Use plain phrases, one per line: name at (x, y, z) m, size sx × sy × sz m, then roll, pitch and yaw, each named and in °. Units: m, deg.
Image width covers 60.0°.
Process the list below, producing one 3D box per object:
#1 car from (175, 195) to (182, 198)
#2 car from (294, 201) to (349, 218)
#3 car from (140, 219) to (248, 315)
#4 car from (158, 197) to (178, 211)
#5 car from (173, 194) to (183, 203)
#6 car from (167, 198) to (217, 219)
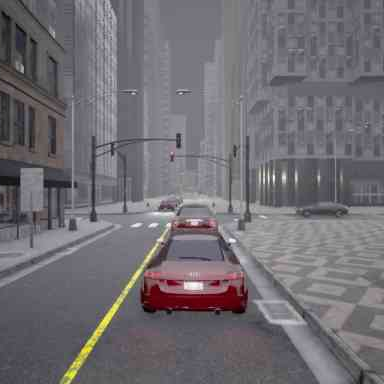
car at (-3.063, 1.581, 50.935) m, size 2.033 × 1.411 × 5.357 m, roll 0°, pitch 0°, yaw 0°
car at (11.760, 1.543, 30.318) m, size 4.674 × 1.442 × 1.812 m, roll 0°, pitch 0°, yaw 1°
car at (0.088, 1.565, 7.654) m, size 1.994 × 1.385 × 4.181 m, roll 0°, pitch 0°, yaw 2°
car at (-3.072, 1.624, 41.283) m, size 1.895 × 1.301 × 4.718 m, roll 0°, pitch 0°, yaw 0°
car at (-2.959, 1.414, 70.933) m, size 2.097 × 1.767 × 4.553 m, roll 0°, pitch 0°, yaw 0°
car at (0.161, 1.356, 16.275) m, size 2.097 × 1.767 × 4.553 m, roll 0°, pitch 0°, yaw 2°
